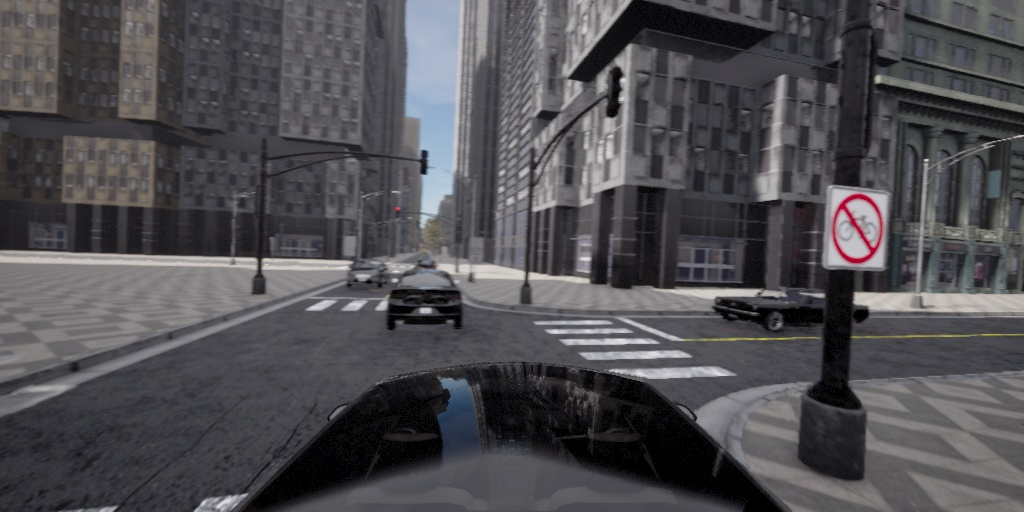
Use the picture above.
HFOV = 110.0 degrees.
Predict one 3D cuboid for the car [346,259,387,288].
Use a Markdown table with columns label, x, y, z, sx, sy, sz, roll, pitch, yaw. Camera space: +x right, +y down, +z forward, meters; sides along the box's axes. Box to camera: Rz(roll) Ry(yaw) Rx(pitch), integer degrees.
| label | x | y | z | sx | sy | sz | roll | pitch | yaw |
| --- | --- | --- | --- | --- | --- | --- | --- | --- | --- |
| car | -8.289 | 0.953 | 20.950 | 2.128 | 1.511 | 4.902 | 3 | 0 | -13 |

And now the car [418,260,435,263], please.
| label | x | y | z | sx | sy | sz | roll | pitch | yaw |
| --- | --- | --- | --- | --- | --- | --- | --- | --- | --- |
| car | -7.078 | 1.041 | 29.540 | 1.837 | 1.490 | 4.892 | 3 | 0 | -13 |

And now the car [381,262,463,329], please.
| label | x | y | z | sx | sy | sz | roll | pitch | yaw |
| --- | --- | --- | --- | --- | --- | --- | --- | --- | --- |
| car | -2.580 | 1.120 | 10.762 | 1.882 | 1.535 | 5.008 | 2 | 0 | -14 |

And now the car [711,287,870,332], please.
| label | x | y | z | sx | sy | sz | roll | pitch | yaw |
| --- | --- | --- | --- | --- | --- | --- | --- | --- | --- |
| car | 9.334 | 1.722 | 12.151 | 4.718 | 1.301 | 1.895 | 2 | 1 | -13 |
